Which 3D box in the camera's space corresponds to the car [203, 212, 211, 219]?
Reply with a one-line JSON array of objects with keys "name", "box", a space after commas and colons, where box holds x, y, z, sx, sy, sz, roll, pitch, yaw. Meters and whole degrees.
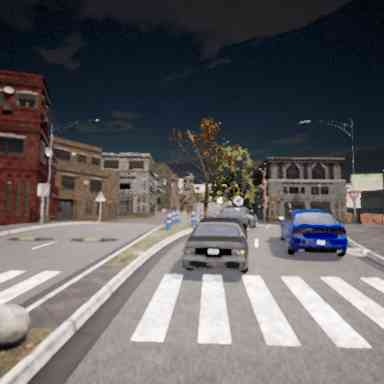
[{"name": "car", "box": [3.458, 5.439, 77.299, 1.812, 1.442, 4.674, 1, 0, 0]}]

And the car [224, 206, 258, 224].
[{"name": "car", "box": [2.711, 1.525, 20.195, 1.994, 1.385, 4.181, -1, -2, 20]}]

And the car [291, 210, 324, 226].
[{"name": "car", "box": [10.322, 2.386, 29.565, 1.895, 1.301, 4.718, -3, -7, 29]}]

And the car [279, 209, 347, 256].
[{"name": "car", "box": [4.546, 1.416, 13.034, 1.882, 1.535, 5.008, 0, 1, 10]}]

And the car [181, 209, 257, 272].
[{"name": "car", "box": [0.898, 1.526, 10.840, 2.033, 1.411, 5.357, 0, 0, 8]}]
